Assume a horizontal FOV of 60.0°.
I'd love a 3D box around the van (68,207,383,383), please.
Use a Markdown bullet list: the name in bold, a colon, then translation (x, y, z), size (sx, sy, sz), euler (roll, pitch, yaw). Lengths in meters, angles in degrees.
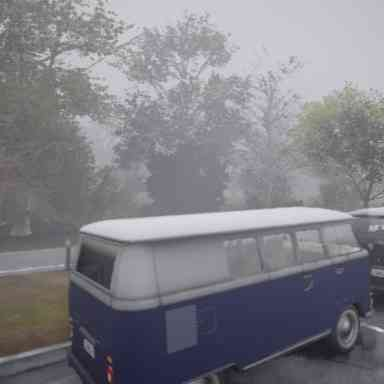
- **van**: translation (0.745, 1.254, 4.576), size (4.442, 1.987, 1.878), euler (-1, -1, -35)
